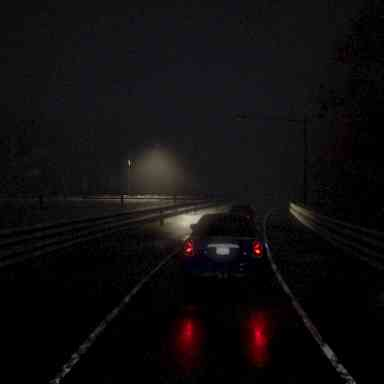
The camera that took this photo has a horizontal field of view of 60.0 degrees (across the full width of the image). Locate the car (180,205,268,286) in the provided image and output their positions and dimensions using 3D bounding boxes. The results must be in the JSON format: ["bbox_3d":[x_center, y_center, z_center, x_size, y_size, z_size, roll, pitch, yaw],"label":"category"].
[{"bbox_3d":[0.967,1.387,9.762,2.097,1.767,4.553,0,0,7],"label":"car"}]

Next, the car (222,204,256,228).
[{"bbox_3d":[3.542,1.640,24.152,2.033,1.411,5.357,0,0,13],"label":"car"}]
